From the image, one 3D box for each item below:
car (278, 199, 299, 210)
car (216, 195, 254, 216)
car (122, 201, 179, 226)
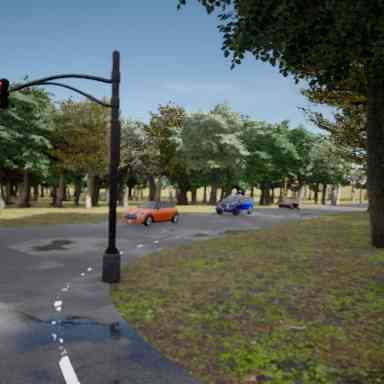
[{"bbox_3d":[14.487,1.846,49.575,1.882,1.535,5.008,3,0,35],"label":"car"},{"bbox_3d":[4.689,1.405,35.586,2.150,2.045,5.566,3,1,35],"label":"car"},{"bbox_3d":[-2.962,1.459,24.629,2.097,1.767,4.553,3,1,35],"label":"car"}]
